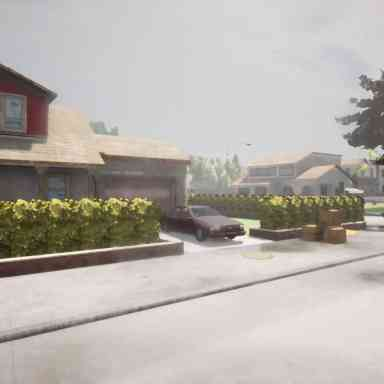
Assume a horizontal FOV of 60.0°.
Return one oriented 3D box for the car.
[{"bbox_3d":[0.137,1.356,15.506,2.033,1.415,5.357,0,0,-33],"label":"car"}]
